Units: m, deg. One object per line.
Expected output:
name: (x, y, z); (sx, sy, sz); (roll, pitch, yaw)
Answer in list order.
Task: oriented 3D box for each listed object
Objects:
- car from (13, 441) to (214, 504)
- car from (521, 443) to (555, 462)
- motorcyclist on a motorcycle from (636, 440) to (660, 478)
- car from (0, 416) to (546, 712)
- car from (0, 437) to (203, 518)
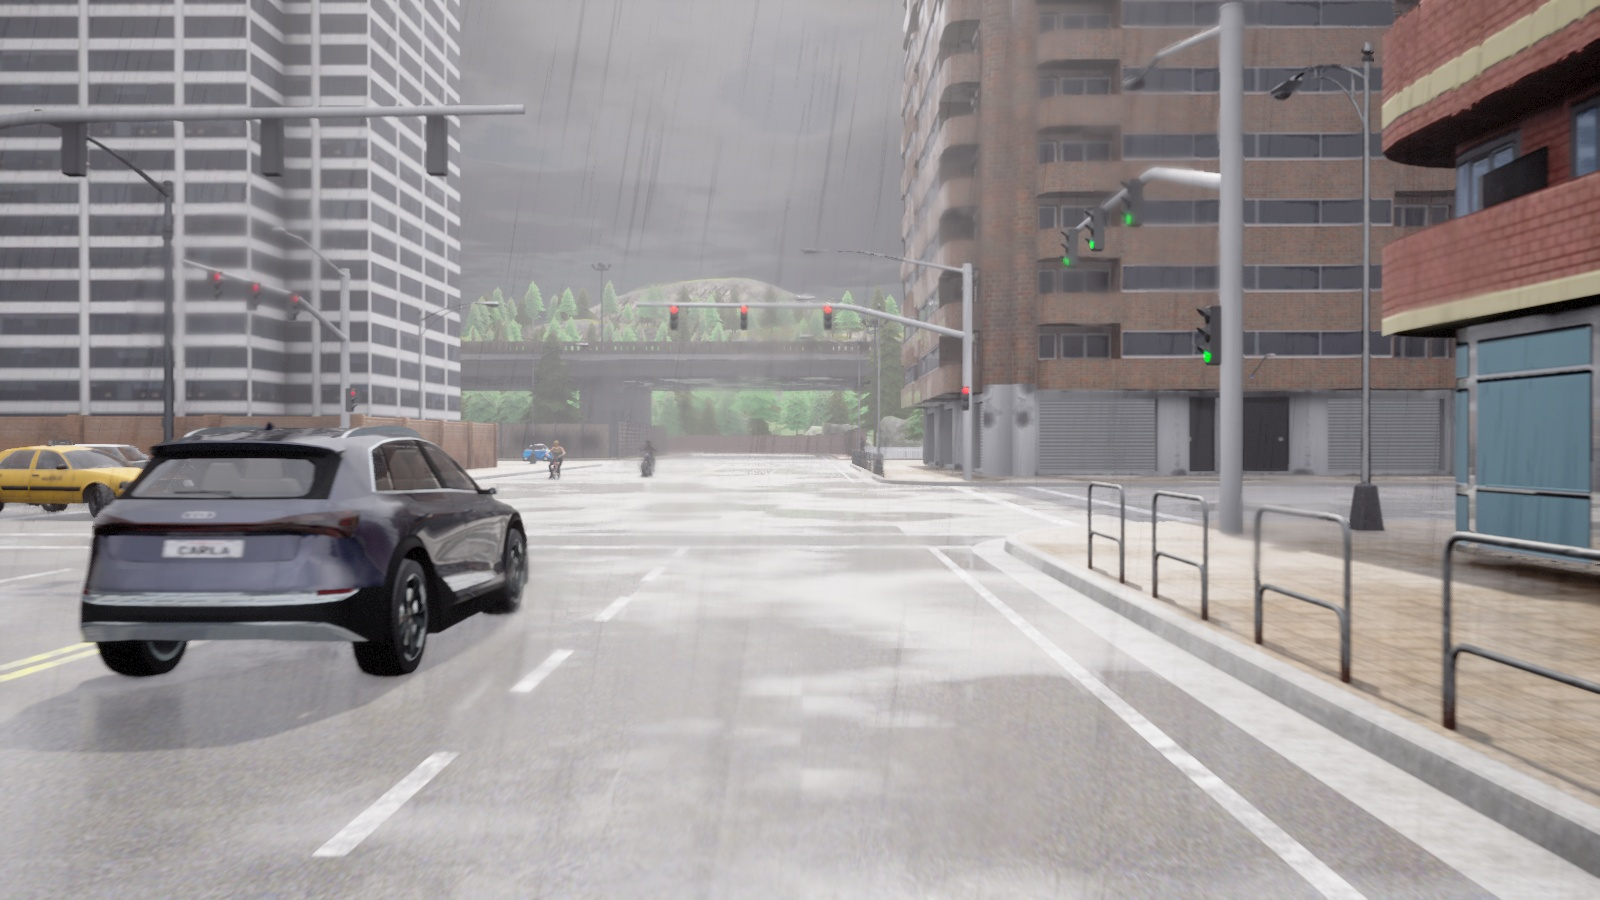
car: (-16.639, 0.526, 30.589); (3.806, 1.475, 1.970); (0, 0, -4)
car: (-19.563, 0.201, 93.831); (2.207, 1.376, 1.481); (0, 0, 0)
motorcyclist on a motorcycle: (-6.676, 0.381, 55.158); (0.766, 1.649, 2.350); (0, 0, 0)
car: (-3.432, 0.621, 9.429); (2.033, 1.649, 4.856); (0, 0, 0)
car: (-15.222, 0.527, 26.036); (5.366, 1.575, 1.801); (0, 1, 18)
